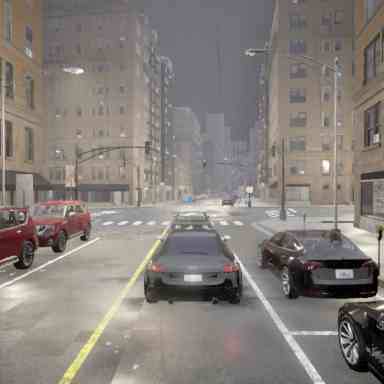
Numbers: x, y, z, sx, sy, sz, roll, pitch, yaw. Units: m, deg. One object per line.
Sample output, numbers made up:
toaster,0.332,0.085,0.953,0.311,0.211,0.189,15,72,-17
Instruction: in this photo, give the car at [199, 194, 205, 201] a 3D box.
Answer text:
car,1.416,1.399,80.918,1.752,1.417,4.829,0,0,9

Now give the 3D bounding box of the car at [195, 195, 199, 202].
car,-0.240,1.332,70.222,1.967,1.590,4.097,0,0,9

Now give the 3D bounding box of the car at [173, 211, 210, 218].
car,-0.023,1.594,16.979,1.895,1.301,4.718,0,0,0

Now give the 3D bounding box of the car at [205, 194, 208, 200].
car,2.283,1.449,86.518,1.802,1.307,4.206,0,0,9

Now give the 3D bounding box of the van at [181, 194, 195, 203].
van,-1.081,1.244,64.789,1.690,1.788,3.998,0,0,9

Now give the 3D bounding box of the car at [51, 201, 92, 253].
car,-5.696,1.310,13.768,2.192,1.841,5.009,-1,0,0

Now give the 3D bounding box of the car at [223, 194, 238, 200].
car,7.345,1.483,63.486,1.947,1.339,4.313,0,0,9

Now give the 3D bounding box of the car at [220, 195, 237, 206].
car,5.663,1.509,52.622,1.947,1.339,4.313,0,0,9

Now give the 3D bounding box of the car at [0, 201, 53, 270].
car,-5.687,1.312,8.260,2.192,1.841,5.009,-1,0,0

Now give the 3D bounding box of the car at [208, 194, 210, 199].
car,3.123,1.302,91.951,1.967,1.590,4.097,0,0,9

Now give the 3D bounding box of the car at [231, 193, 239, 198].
car,10.706,1.195,85.214,2.192,1.841,5.009,0,0,9

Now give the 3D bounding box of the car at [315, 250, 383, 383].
car,2.851,1.565,2.775,1.947,1.339,4.313,-1,0,0

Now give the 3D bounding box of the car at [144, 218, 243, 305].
car,0.038,1.561,8.165,1.994,1.385,4.181,0,0,0

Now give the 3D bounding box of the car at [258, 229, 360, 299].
car,2.841,1.563,8.282,1.947,1.339,4.313,-1,0,0
